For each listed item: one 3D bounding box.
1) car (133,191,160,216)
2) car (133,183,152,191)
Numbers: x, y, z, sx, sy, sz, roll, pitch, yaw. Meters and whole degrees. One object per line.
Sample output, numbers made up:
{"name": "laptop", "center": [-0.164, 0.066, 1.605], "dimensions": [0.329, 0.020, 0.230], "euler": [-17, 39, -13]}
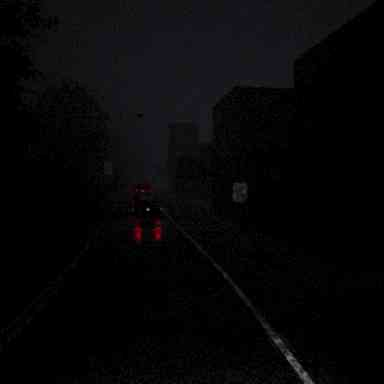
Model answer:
{"name": "car", "center": [-3.428, 0.916, 25.225], "dimensions": [1.812, 1.442, 4.674], "euler": [-1, 2, -10]}
{"name": "car", "center": [-6.349, -0.145, 42.617], "dimensions": [2.150, 2.045, 5.566], "euler": [-1, 3, -9]}
